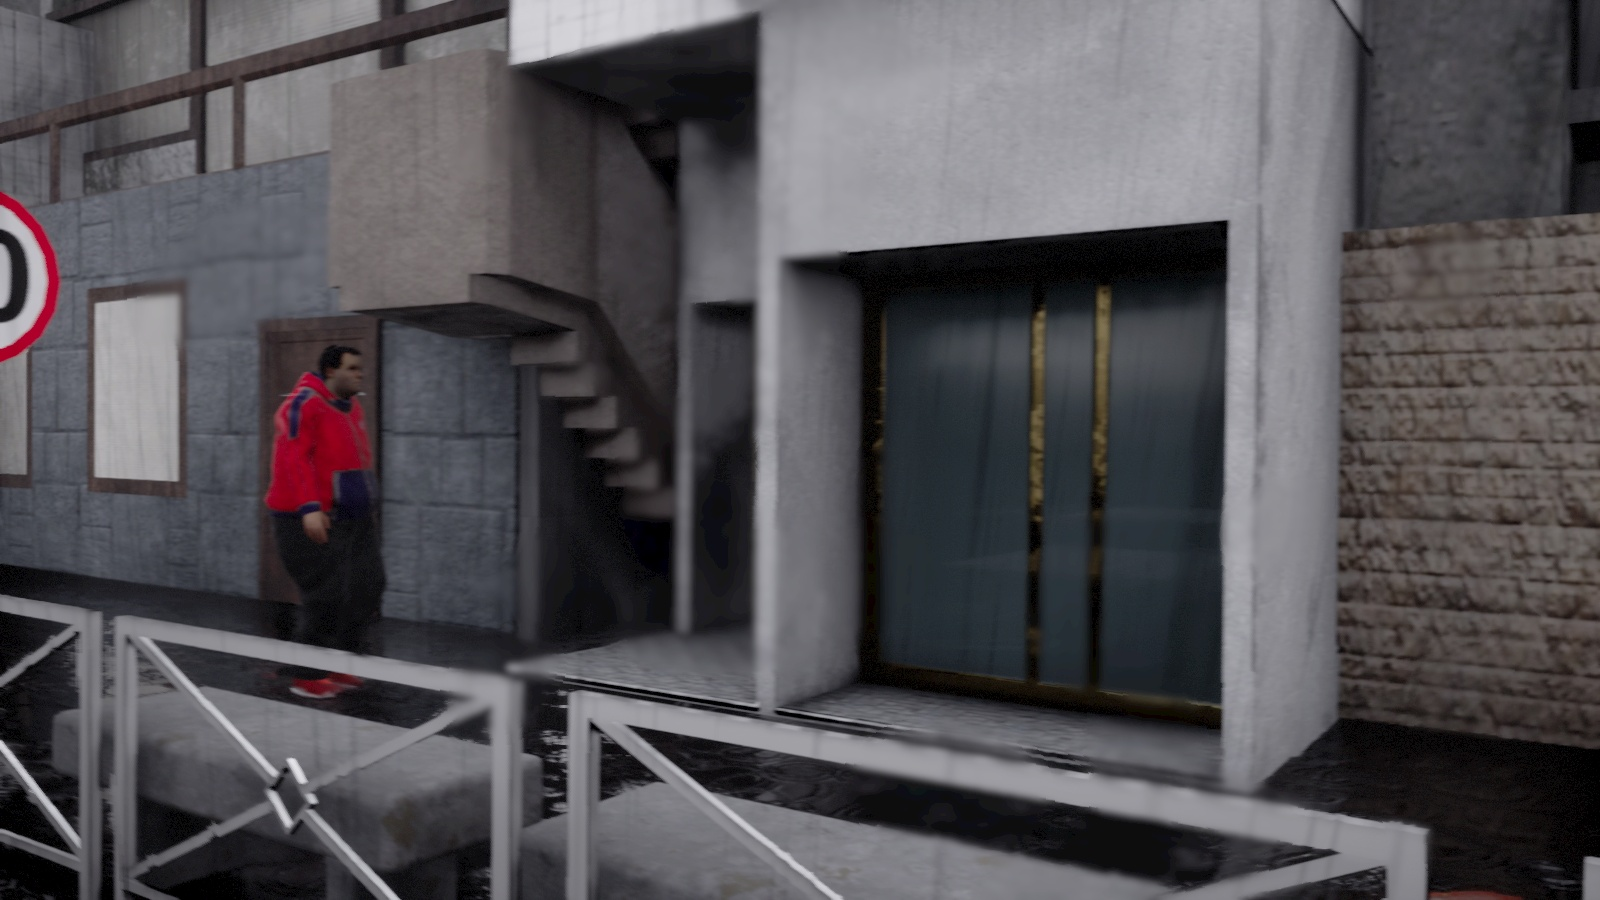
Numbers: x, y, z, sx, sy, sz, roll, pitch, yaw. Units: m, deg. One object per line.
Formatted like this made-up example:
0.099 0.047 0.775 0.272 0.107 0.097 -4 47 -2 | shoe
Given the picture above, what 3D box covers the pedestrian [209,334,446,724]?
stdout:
-2.369 0.371 6.350 0.899 1.844 0.634 0 1 14 | pedestrian
